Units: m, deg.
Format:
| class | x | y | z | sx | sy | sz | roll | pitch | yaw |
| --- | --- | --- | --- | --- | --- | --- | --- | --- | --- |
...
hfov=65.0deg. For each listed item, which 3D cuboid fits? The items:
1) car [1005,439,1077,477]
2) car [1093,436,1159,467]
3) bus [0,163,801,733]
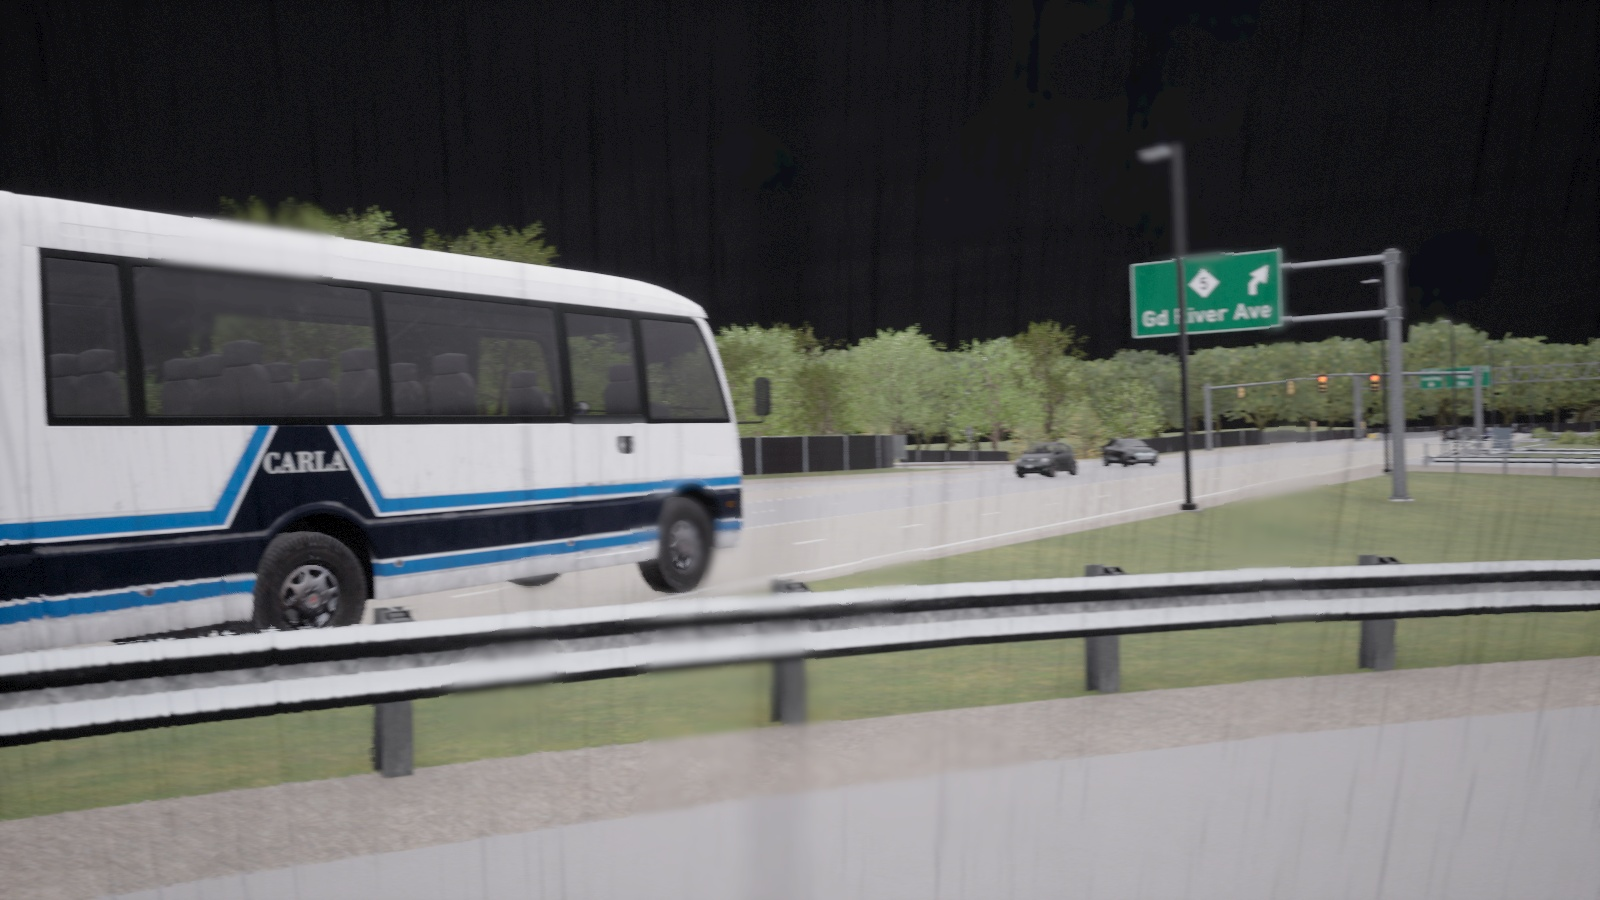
| class | x | y | z | sx | sy | sz | roll | pitch | yaw |
| --- | --- | --- | --- | --- | --- | --- | --- | --- | --- |
| car | 11.228 | 0.367 | 58.274 | 1.851 | 1.617 | 3.988 | -2 | 0 | 33 |
| car | 18.591 | 0.055 | 71.825 | 2.033 | 1.649 | 4.856 | -2 | 0 | -6 |
| bus | -4.503 | -0.082 | 14.749 | 3.944 | 4.253 | 10.273 | -2 | 0 | 33 |
